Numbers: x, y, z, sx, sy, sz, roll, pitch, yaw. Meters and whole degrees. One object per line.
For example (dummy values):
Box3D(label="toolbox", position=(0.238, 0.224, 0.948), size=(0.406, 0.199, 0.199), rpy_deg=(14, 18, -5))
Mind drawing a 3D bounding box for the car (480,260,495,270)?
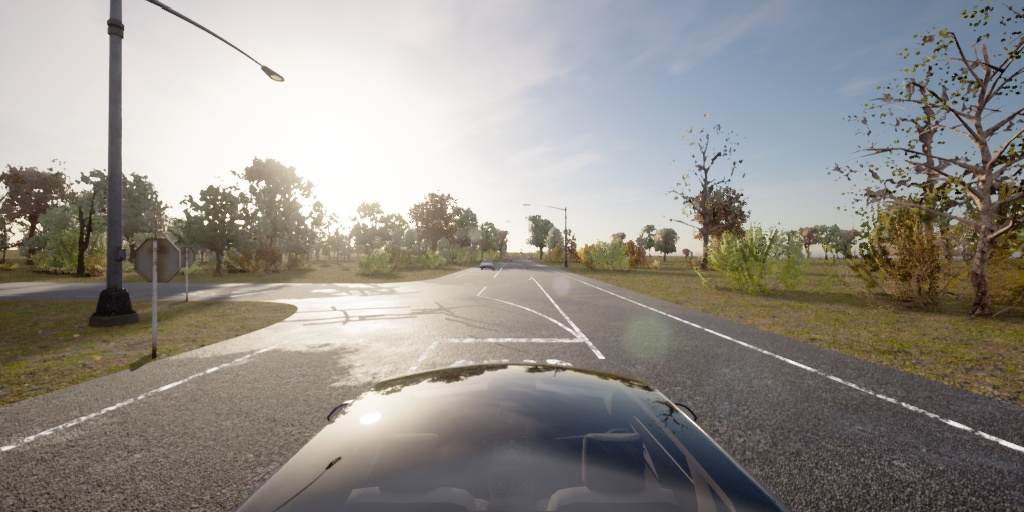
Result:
Box3D(label="car", position=(-3.385, 1.250, 50.123), size=(2.033, 1.411, 5.357), rpy_deg=(0, 0, 0))
